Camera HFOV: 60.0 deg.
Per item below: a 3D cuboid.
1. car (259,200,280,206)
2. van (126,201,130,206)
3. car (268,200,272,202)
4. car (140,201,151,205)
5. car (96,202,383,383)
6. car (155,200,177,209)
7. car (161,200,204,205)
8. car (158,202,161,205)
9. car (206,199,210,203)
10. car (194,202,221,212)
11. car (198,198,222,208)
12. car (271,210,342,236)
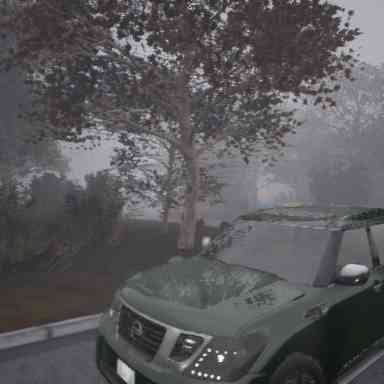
[{"bbox_3d":[19.842,2.792,85.091,2.231,1.521,4.892,1,-1,-35],"label":"car"},{"bbox_3d":[-12.178,2.149,62.409,1.878,1.987,4.442,1,0,-36],"label":"van"},{"bbox_3d":[17.572,2.504,83.449,2.435,2.045,5.566,1,-1,-35],"label":"car"},{"bbox_3d":[-9.813,2.427,63.917,2.163,1.488,4.792,1,0,-36],"label":"car"},{"bbox_3d":[1.551,1.268,4.699,5.566,2.045,2.150,1,0,-39],"label":"car"},{"bbox_3d":[-5.272,2.444,67.200,2.097,1.535,5.008,1,0,-36],"label":"car"},{"bbox_3d":[-0.997,2.090,35.414,2.097,1.767,4.553,5,-4,-34],"label":"car"},{"bbox_3d":[-7.440,2.417,65.419,1.946,1.575,5.366,1,0,-36],"label":"car"},{"bbox_3d":[0.216,2.170,55.077,2.435,2.045,5.566,1,0,-35],"label":"car"},{"bbox_3d":[2.596,2.487,56.743,2.002,1.452,4.674,1,0,-36],"label":"car"},{"bbox_3d":[3.877,2.309,73.687,2.435,2.045,5.566,1,0,-36],"label":"car"},{"bbox_3d":[7.541,2.026,22.288,1.994,1.385,4.181,4,-3,-28],"label":"car"}]
